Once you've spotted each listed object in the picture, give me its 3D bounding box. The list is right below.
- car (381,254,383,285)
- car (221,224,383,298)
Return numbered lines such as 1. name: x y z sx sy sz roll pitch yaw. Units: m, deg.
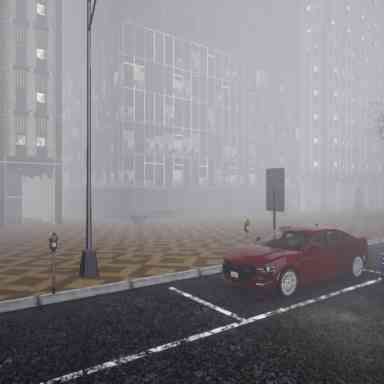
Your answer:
1. car: 6.437 1.479 7.978 5.008 1.535 1.882 0 0 -36
2. car: 2.748 1.545 8.527 4.507 1.381 1.887 0 0 -36
